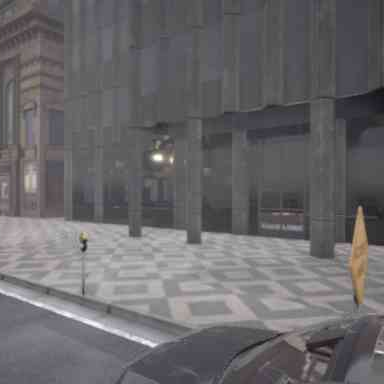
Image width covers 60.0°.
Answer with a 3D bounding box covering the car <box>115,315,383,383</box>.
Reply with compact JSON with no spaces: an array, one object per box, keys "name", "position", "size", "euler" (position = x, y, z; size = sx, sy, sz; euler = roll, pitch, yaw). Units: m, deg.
[{"name":"car","position":[1.310,1.551,2.027],"size":[4.403,1.369,2.008],"euler":[0,0,35]}]
